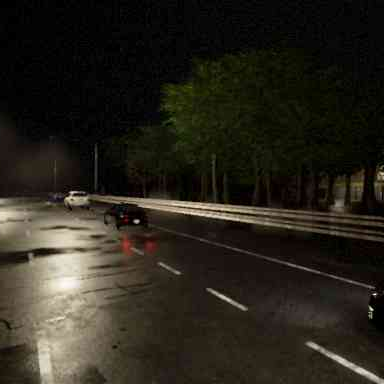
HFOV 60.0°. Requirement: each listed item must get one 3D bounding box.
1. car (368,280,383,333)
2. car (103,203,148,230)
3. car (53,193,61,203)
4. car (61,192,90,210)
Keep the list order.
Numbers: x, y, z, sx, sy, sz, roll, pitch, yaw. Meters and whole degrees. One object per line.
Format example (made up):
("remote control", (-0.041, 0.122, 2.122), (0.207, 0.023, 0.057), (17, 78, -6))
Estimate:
("car", (4.410, 1.507, 3.489), (1.837, 1.490, 4.892), (0, 0, -27))
("car", (-4.060, 1.412, 20.099), (1.812, 1.442, 4.674), (0, 0, -27))
("car", (-22.951, 0.950, 57.864), (2.097, 1.767, 4.553), (0, 0, -23))
("car", (-13.128, 0.987, 37.891), (2.150, 2.045, 5.566), (0, 0, -27))
